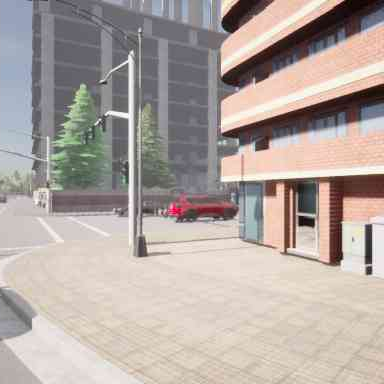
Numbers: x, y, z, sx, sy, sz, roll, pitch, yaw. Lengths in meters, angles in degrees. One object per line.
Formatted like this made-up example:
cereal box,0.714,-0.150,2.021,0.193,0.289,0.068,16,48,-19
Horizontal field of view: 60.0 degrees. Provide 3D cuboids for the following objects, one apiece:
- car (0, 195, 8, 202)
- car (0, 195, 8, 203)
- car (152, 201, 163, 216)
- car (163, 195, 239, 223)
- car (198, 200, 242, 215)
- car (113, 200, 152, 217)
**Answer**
car,-42.553,1.500,74.788,1.837,1.490,4.892,0,0,-27
car,-38.018,1.595,65.938,1.895,1.301,4.718,0,0,-27
car,-0.654,1.547,29.781,4.902,1.511,2.128,0,0,-27
car,0.850,1.277,26.393,5.566,2.045,2.150,0,0,-27
car,2.998,1.619,35.541,4.181,1.385,1.994,0,0,-27
car,-4.962,1.547,31.531,4.902,1.511,2.128,0,0,-27
